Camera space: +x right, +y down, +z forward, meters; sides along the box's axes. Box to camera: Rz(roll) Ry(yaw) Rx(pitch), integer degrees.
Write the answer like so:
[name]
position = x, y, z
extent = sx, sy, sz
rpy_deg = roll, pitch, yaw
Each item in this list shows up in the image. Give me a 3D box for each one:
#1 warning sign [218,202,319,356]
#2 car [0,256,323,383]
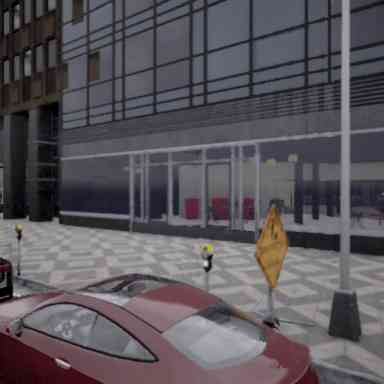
[warning sign]
position = 1.174, 1.107, 4.957
extent = 1.060, 1.860, 1.300
rpy_deg = 0, 0, 35
[car]
position = -0.822, 1.573, 3.548
extent = 4.206, 1.307, 1.802
rpy_deg = 0, 0, 35
